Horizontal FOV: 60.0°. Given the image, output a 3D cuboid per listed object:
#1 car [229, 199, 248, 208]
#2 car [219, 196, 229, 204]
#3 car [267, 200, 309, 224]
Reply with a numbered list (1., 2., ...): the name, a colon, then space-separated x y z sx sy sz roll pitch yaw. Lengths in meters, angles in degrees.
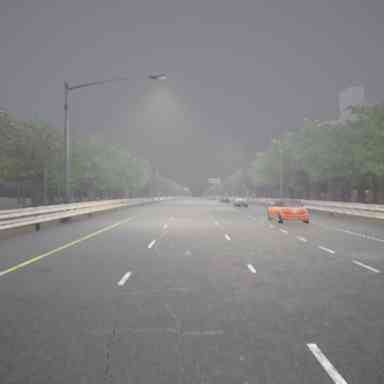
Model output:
1. car: 7.106 1.695 49.648 1.895 1.301 4.718 0 0 0
2. car: 7.260 1.708 74.882 2.097 1.767 4.553 0 -1 0
3. car: 7.023 1.356 24.852 2.097 1.767 4.553 0 0 0
